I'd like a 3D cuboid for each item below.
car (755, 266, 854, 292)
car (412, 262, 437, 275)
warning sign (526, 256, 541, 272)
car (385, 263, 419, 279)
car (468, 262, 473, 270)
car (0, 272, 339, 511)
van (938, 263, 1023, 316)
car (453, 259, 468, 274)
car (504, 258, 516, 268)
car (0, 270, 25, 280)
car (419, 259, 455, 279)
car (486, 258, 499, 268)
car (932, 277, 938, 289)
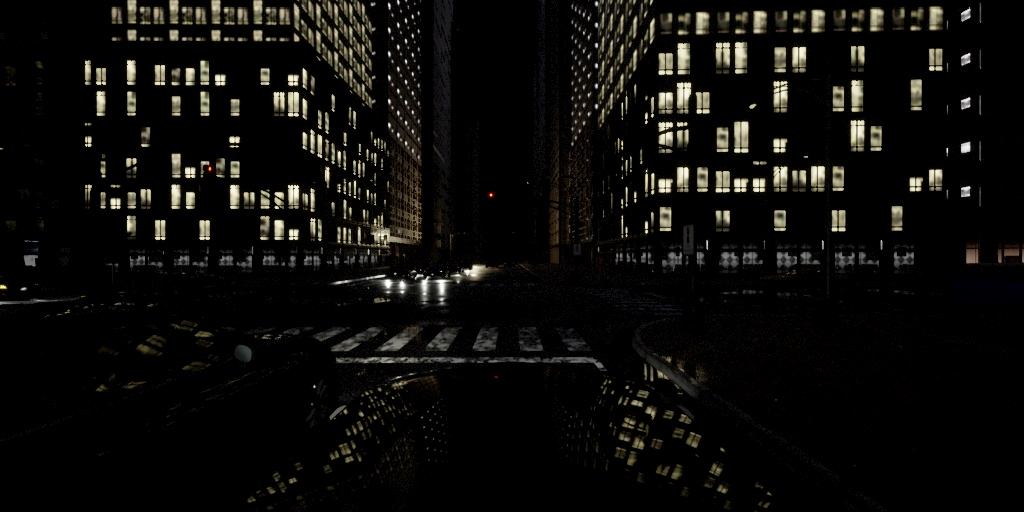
[{"bbox_3d":[16.966,1.293,20.923,4.829,1.417,1.751,0,0,2],"label":"car"},{"bbox_3d":[-10.097,1.360,41.690,1.994,1.385,4.181,0,0,0],"label":"car"},{"bbox_3d":[2.601,0.910,40.818,1.300,1.860,1.060,0,0,0],"label":"warning sign"},{"bbox_3d":[-10.048,1.343,32.782,1.994,1.385,4.181,0,0,0],"label":"car"},{"bbox_3d":[-6.912,1.389,52.790,1.994,1.385,4.181,0,0,0],"label":"car"},{"bbox_3d":[-3.155,1.102,2.543,2.097,1.767,4.553,0,0,0],"label":"car"},{"bbox_3d":[18.289,1.119,12.760,3.998,1.789,1.690,0,0,2],"label":"van"},{"bbox_3d":[-6.861,1.277,42.811,1.882,1.535,5.008,0,0,0],"label":"car"},{"bbox_3d":[-0.396,1.426,63.814,1.994,1.385,4.181,0,0,0],"label":"car"},{"bbox_3d":[-24.712,1.263,16.372,4.892,1.490,1.837,0,0,0],"label":"car"},{"bbox_3d":[-6.797,1.305,32.938,1.812,1.442,4.674,0,0,0],"label":"car"},{"bbox_3d":[-3.540,1.213,63.634,2.097,1.767,4.553,0,0,-1],"label":"car"},{"bbox_3d":[26.803,1.357,20.502,4.207,1.307,1.802,0,0,2],"label":"car"}]
